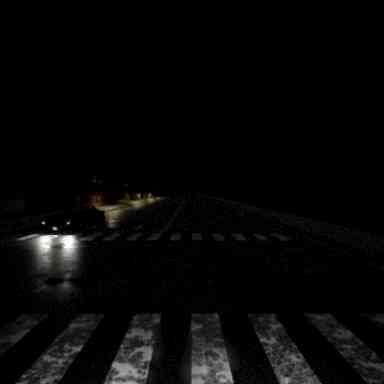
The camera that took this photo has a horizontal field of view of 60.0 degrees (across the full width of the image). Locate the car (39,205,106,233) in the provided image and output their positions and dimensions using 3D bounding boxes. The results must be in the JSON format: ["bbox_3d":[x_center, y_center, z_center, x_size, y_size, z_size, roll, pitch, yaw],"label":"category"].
[{"bbox_3d":[-6.766,1.490,19.683,2.033,1.411,5.357,0,0,6],"label":"car"}]
